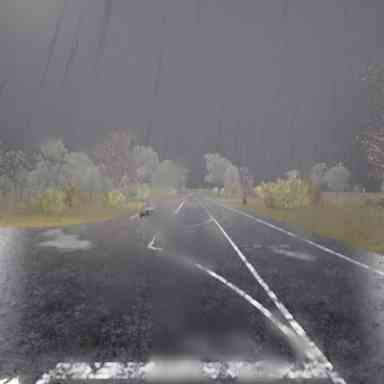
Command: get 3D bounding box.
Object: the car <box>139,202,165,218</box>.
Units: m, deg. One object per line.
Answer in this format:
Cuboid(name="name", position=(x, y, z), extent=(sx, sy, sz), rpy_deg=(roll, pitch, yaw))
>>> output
Cuboid(name="car", position=(-3.476, 1.550, 29.637), extent=(1.994, 1.385, 4.181), rpy_deg=(0, 0, 0))
